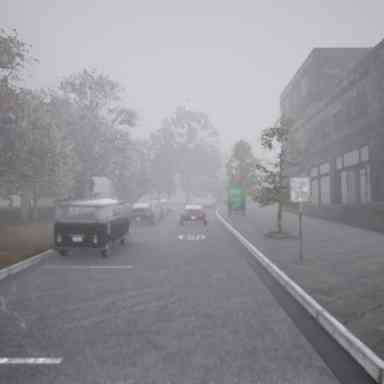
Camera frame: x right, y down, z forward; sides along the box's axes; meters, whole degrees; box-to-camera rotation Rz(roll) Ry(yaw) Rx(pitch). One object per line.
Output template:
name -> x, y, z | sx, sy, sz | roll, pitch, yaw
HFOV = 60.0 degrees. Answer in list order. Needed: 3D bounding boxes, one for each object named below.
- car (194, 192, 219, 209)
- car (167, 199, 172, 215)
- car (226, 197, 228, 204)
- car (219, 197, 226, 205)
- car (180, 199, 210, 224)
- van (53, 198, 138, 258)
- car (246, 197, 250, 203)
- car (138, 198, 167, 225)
car -> 1.659, 1.088, 42.690 | 2.150, 2.045, 5.566 | -1, 0, 12
car -> -3.414, 1.319, 29.930 | 2.185, 1.767, 4.553 | -1, 1, 2
car -> 6.827, 1.591, 61.931 | 2.097, 1.535, 5.008 | -3, -4, 36
car -> 3.390, 1.525, 57.184 | 2.231, 1.521, 4.892 | -2, -1, 29
car -> 0.107, 1.497, 24.238 | 1.812, 1.442, 4.674 | 0, 1, 0
van -> -3.632, 1.260, 12.968 | 1.878, 1.987, 4.442 | 1, 0, 2
car -> 10.354, 1.687, 66.380 | 2.231, 1.521, 4.892 | -4, -3, 42
car -> -3.413, 1.468, 24.221 | 2.231, 1.521, 4.892 | 0, 0, 2
